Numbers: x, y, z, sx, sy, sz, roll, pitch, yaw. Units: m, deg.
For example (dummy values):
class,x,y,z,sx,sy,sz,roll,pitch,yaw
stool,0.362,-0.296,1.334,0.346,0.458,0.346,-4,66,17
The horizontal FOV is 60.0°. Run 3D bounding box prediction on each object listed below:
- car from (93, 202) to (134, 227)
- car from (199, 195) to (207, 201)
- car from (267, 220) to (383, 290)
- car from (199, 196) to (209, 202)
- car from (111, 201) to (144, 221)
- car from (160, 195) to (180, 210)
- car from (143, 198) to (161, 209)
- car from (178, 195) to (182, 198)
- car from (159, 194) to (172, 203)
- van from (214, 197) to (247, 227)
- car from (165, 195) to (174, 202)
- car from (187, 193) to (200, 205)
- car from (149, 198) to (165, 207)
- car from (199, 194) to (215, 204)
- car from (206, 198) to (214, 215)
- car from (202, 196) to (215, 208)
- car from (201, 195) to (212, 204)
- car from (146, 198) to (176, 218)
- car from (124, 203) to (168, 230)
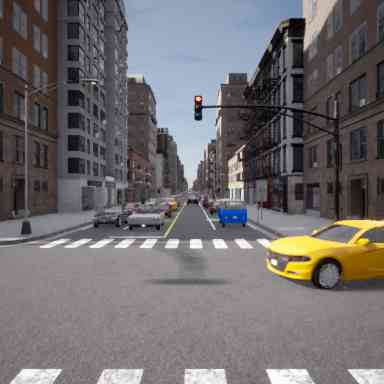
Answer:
class,x,y,z,sx,sy,sz,roll,pitch,yaw
car,-5.372,1.550,22.429,2.008,1.369,4.403,0,0,0
car,2.700,1.530,84.926,1.947,1.339,4.313,0,0,0
car,4.495,1.512,8.945,5.008,1.535,1.882,1,0,-14
car,2.691,1.524,73.563,2.008,1.369,4.403,0,0,0
car,-5.367,1.543,28.111,1.887,1.381,4.507,0,0,0
car,-2.814,1.474,39.927,1.882,1.535,5.008,0,0,0
car,-5.355,1.519,44.987,1.752,1.417,4.829,0,0,0
car,-2.773,1.591,50.033,1.895,1.301,4.718,0,0,0
car,-5.338,1.292,67.884,2.192,1.841,5.009,0,0,0
van,2.653,1.340,22.432,1.690,1.788,3.998,0,0,0
car,-5.330,1.409,79.247,1.967,1.590,4.097,0,0,0
car,0.152,1.463,56.855,1.882,1.535,5.008,0,0,0
car,-5.350,1.556,50.839,1.947,1.339,4.313,0,0,0
car,2.675,1.305,50.839,2.192,1.841,5.009,0,0,0
car,2.662,1.580,33.794,1.802,1.307,4.206,0,0,0
car,2.670,1.576,45.157,1.802,1.307,4.206,0,0,0
car,2.683,1.422,62.201,1.967,1.590,4.097,0,0,0
car,-2.824,1.562,30.281,1.994,1.385,4.181,0,0,0
car,-2.804,1.600,21.136,1.895,1.301,4.718,0,0,-1
